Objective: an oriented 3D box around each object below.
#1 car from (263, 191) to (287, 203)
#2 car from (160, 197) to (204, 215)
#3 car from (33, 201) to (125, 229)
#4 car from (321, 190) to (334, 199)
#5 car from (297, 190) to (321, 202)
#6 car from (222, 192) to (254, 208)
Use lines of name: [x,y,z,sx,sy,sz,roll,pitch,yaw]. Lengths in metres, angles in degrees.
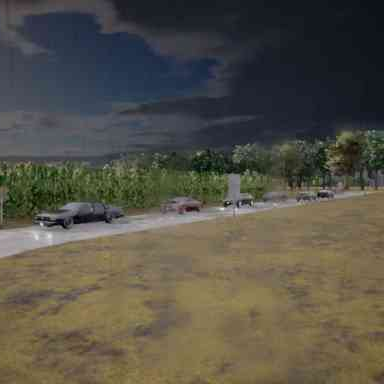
car: [11.171,0.620,44.604,1.882,1.535,5.008,0,1,36]
car: [-0.797,1.089,27.761,1.994,1.385,4.181,0,1,34]
car: [-6.440,1.257,19.690,2.033,1.411,5.357,0,1,34]
car: [22.167,0.345,55.134,1.882,1.535,5.008,0,1,35]
car: [16.169,0.567,46.644,1.837,1.490,4.892,0,1,35]
car: [5.088,0.840,36.058,1.837,1.490,4.892,0,1,36]
